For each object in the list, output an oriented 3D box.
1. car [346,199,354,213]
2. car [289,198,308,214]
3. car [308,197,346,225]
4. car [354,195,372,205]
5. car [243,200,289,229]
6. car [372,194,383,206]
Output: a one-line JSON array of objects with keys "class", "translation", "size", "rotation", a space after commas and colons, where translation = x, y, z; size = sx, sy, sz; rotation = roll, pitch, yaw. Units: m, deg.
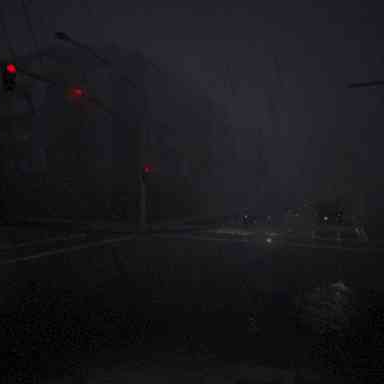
[{"class": "car", "translation": [14.023, 1.275, 32.003], "size": [1.882, 1.535, 5.008], "rotation": [0, 0, 31]}, {"class": "car", "translation": [10.225, 1.342, 32.610], "size": [2.033, 1.411, 5.357], "rotation": [0, 0, 29]}, {"class": "car", "translation": [9.331, 1.360, 22.815], "size": [1.837, 1.490, 4.892], "rotation": [0, 0, 25]}, {"class": "car", "translation": [25.703, 1.191, 49.580], "size": [4.892, 1.490, 1.837], "rotation": [0, 0, -34]}, {"class": "car", "translation": [4.624, 1.394, 20.994], "size": [1.812, 1.442, 4.674], "rotation": [0, 1, 25]}, {"class": "car", "translation": [28.638, 0.920, 47.382], "size": [5.566, 2.045, 2.150], "rotation": [0, 0, -33]}]
